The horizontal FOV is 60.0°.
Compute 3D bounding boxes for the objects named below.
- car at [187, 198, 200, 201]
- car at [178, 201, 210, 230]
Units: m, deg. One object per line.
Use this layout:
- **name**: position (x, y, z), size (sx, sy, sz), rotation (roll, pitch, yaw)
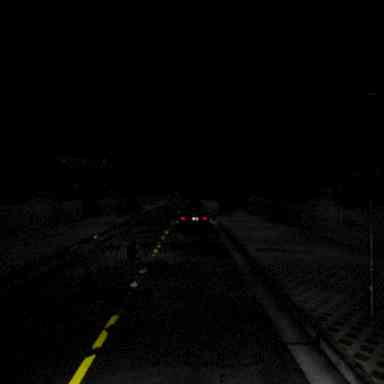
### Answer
- **car**: position (0.111, 1.441, 41.203), size (2.128, 1.511, 4.902), rotation (0, 0, 0)
- **car**: position (0.106, 1.501, 20.575), size (2.033, 1.411, 5.357), rotation (0, 0, 0)
